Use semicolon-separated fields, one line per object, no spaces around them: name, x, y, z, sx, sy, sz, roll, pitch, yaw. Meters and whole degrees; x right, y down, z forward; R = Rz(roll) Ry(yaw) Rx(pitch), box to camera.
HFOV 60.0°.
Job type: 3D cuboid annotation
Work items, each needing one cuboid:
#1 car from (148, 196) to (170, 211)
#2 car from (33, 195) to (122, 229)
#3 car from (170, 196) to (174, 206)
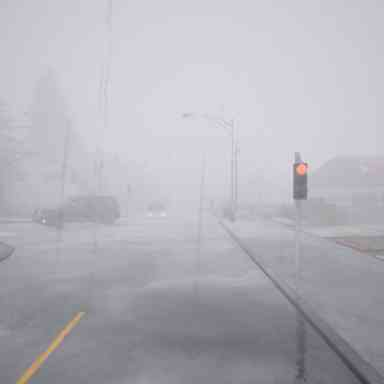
car;-4.102;1.476;40.047;1.882;1.535;5.008;0;0;0
car;-7.383;1.220;21.921;5.566;2.045;2.150;0;2;-41
car;-4.090;1.502;56.349;1.837;1.490;4.892;0;0;0
